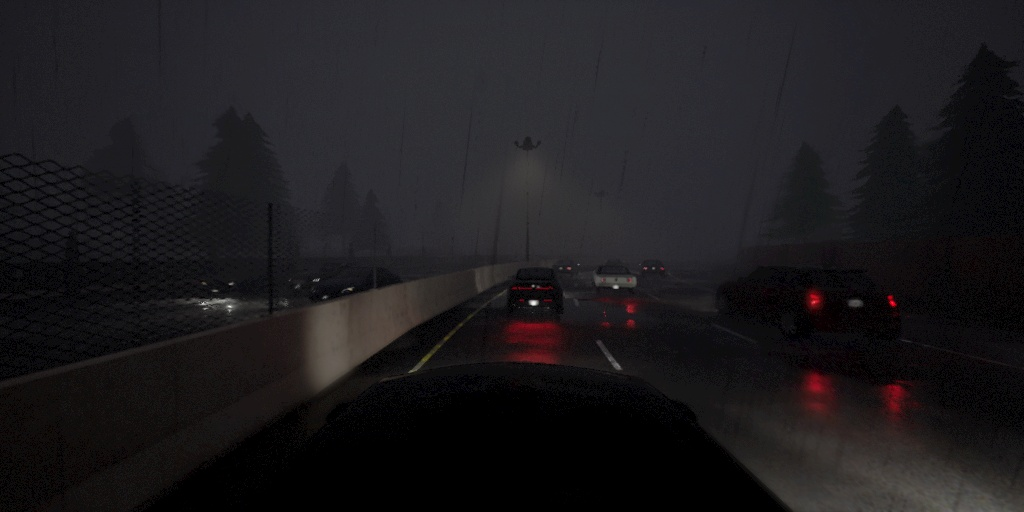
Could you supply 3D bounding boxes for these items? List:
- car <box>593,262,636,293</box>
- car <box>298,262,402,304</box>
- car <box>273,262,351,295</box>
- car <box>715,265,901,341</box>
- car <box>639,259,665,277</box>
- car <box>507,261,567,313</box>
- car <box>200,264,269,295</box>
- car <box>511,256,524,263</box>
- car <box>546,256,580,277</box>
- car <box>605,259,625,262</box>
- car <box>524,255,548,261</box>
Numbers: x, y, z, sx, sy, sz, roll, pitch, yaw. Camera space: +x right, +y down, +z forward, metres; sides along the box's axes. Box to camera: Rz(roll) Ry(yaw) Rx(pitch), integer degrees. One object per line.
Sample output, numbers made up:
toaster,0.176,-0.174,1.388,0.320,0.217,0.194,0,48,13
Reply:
car,5.358,1.166,19.271,1.895,1.301,4.718,0,1,10
car,-6.148,1.134,14.702,1.812,1.442,4.674,0,1,8
car,-9.145,1.060,18.266,2.128,1.511,4.902,0,1,9
car,7.582,1.019,9.851,2.097,1.767,4.553,0,1,4
car,11.868,0.998,30.358,2.033,1.411,5.357,0,1,19
car,0.946,1.132,13.382,1.837,1.490,4.892,0,1,7
car,-12.705,1.112,18.468,2.033,1.411,5.357,0,1,8
car,1.584,0.675,58.110,1.812,1.442,4.674,0,1,31
car,4.609,0.991,30.602,2.033,1.411,5.357,0,1,17
car,10.203,0.956,35.725,1.994,1.385,4.181,0,1,21
car,4.430,0.664,56.039,2.128,1.511,4.902,0,1,31
